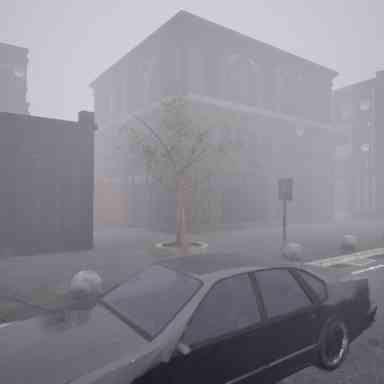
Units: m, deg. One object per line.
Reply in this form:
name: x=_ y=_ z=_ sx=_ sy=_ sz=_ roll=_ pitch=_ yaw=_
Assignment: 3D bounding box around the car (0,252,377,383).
car: x=0.211 y=1.548 z=4.139 sx=5.357 sy=1.411 sz=2.033 roll=0 pitch=0 yaw=-35
